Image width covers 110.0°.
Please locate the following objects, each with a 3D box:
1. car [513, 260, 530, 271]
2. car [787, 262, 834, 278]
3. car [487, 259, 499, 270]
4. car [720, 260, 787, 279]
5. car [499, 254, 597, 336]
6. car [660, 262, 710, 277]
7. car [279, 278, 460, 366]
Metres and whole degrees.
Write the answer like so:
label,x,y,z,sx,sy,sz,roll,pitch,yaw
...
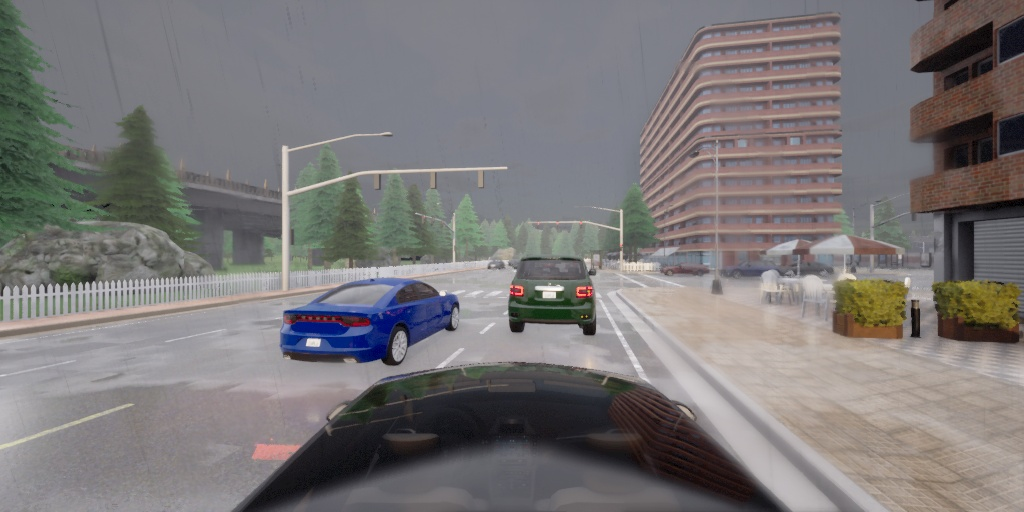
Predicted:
label,x,y,z,sx,sy,sz,roll,pitch,yaw
car,1.343,1.313,50.819,1.994,1.385,4.181,0,0,7
car,28.193,1.310,34.835,4.892,1.490,1.837,0,0,10
car,-2.250,1.241,51.833,2.128,1.511,4.902,0,0,10
car,21.519,1.157,32.484,4.553,1.767,2.097,0,0,10
car,1.320,0.971,10.720,2.150,2.045,5.566,0,0,10
car,17.701,1.331,36.793,4.674,1.442,1.812,0,0,13
car,-2.709,1.228,8.141,1.882,1.535,5.008,0,0,11
